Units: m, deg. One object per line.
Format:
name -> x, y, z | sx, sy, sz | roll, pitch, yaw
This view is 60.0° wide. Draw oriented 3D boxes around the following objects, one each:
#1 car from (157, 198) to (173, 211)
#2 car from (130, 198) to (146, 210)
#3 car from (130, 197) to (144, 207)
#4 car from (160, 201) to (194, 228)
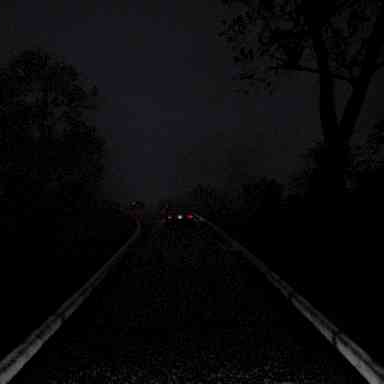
car -> -3.267, 1.485, 41.627 | 2.128, 1.511, 4.902 | 0, 0, -9
car -> -7.112, 1.517, 43.748 | 1.812, 1.442, 4.674 | 0, 0, -10
car -> -8.538, 1.552, 51.570 | 1.994, 1.385, 4.181 | 0, 0, -12
car -> -0.926, 1.544, 22.307 | 2.033, 1.411, 5.357 | 0, 0, -5
